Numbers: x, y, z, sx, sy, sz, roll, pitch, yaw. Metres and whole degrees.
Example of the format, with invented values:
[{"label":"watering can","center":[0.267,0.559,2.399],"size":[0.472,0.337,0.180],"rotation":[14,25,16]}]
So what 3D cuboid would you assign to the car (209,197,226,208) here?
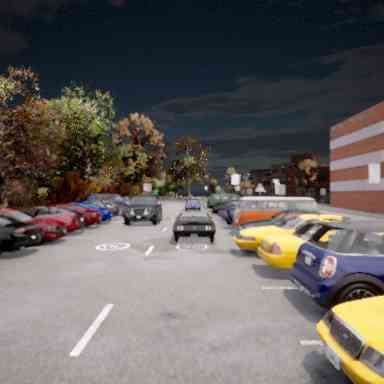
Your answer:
[{"label":"car","center":[4.421,1.472,31.919],"size":[5.008,1.535,2.097],"rotation":[0,0,0]}]

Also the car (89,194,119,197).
[{"label":"car","center":[-8.129,1.217,34.535],"size":[5.566,2.045,2.435],"rotation":[0,0,0]}]

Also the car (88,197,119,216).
[{"label":"car","center":[-8.163,1.473,31.835],"size":[4.892,1.521,2.231],"rotation":[0,0,0]}]

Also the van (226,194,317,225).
[{"label":"van","center":[4.299,1.251,17.791],"size":[4.442,1.987,1.878],"rotation":[0,0,0]}]

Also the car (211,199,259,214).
[{"label":"car","center":[4.419,1.508,34.747],"size":[4.674,1.452,2.002],"rotation":[0,0,0]}]

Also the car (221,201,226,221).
[{"label":"car","center":[4.445,1.506,20.617],"size":[4.792,1.488,2.163],"rotation":[0,0,0]}]

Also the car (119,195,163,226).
[{"label":"car","center":[-3.326,1.218,23.655],"size":[2.150,2.045,5.566],"rotation":[0,0,0]}]

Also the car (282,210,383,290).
[{"label":"car","center":[4.384,1.353,6.488],"size":[4.553,1.767,2.185],"rotation":[0,0,0]}]

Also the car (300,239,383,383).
[{"label":"car","center":[4.230,1.476,3.663],"size":[5.366,1.575,1.946],"rotation":[0,0,0]}]

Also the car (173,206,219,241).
[{"label":"car","center":[0.101,1.598,16.619],"size":[1.895,1.301,4.718],"rotation":[0,0,0]}]

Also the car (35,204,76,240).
[{"label":"car","center":[-8.157,1.477,14.769],"size":[5.008,1.535,2.097],"rotation":[0,0,0]}]

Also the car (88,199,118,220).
[{"label":"car","center":[-8.148,1.476,23.364],"size":[5.008,1.535,2.097],"rotation":[0,0,0]}]

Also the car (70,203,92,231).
[{"label":"car","center":[-8.182,1.507,17.717],"size":[4.792,1.488,2.163],"rotation":[0,0,0]}]

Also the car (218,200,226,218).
[{"label":"car","center":[4.413,1.516,23.443],"size":[4.674,1.452,2.002],"rotation":[0,0,0]}]

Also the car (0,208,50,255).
[{"label":"car","center":[-8.148,1.478,11.945],"size":[5.008,1.535,2.097],"rotation":[0,0,0]}]

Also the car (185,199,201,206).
[{"label":"car","center":[0.100,1.528,39.272],"size":[2.033,1.411,5.357],"rotation":[0,0,0]}]

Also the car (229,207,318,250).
[{"label":"car","center":[4.230,1.475,12.140],"size":[5.366,1.575,1.946],"rotation":[0,0,0]}]

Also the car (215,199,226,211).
[{"label":"car","center":[4.418,1.516,26.269],"size":[4.674,1.452,2.002],"rotation":[0,0,0]}]

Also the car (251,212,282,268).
[{"label":"car","center":[4.601,1.476,9.314],"size":[5.366,1.575,1.946],"rotation":[0,0,0]}]

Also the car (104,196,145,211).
[{"label":"car","center":[-8.094,1.326,40.315],"size":[4.553,1.767,2.185],"rotation":[0,-1,0]}]

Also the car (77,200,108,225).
[{"label":"car","center":[-8.148,1.477,20.541],"size":[5.008,1.535,2.097],"rotation":[0,0,0]}]
